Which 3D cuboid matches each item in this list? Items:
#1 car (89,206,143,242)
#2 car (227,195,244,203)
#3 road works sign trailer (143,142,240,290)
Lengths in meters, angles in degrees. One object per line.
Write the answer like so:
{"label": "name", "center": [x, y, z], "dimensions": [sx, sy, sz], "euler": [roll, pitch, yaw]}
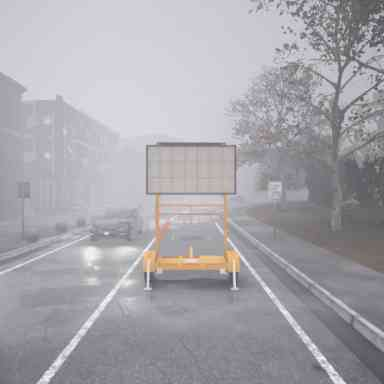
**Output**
{"label": "car", "center": [-3.602, 1.509, 16.482], "dimensions": [1.837, 1.490, 4.892], "euler": [0, 0, 0]}
{"label": "car", "center": [8.230, 1.316, 65.399], "dimensions": [4.902, 1.511, 2.128], "euler": [-1, 0, -44]}
{"label": "road works sign trailer", "center": [-0.020, 0.467, 9.035], "dimensions": [2.380, 3.560, 2.880], "euler": [0, 0, 0]}
